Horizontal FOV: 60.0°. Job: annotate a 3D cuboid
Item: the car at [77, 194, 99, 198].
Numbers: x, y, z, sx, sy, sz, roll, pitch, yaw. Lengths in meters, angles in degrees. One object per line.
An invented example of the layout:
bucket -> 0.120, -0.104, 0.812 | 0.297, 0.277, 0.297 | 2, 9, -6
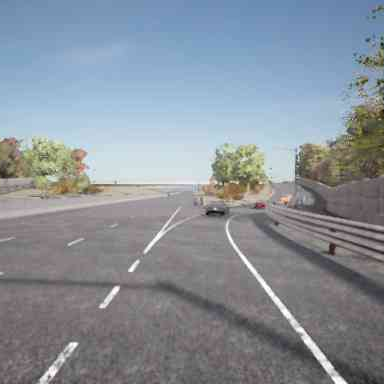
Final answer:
car -> -20.992, 1.600, 67.410 | 1.895, 1.301, 4.718 | 0, 0, 0

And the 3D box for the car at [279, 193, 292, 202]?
car -> 22.823, 1.671, 82.254 | 2.097, 1.767, 4.553 | 0, 3, 20

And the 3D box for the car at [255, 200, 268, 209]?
car -> 12.493, 2.157, 58.460 | 1.882, 1.535, 5.008 | 0, -1, 26

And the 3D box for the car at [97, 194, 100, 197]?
car -> -24.490, 1.375, 83.720 | 2.097, 1.767, 4.553 | 0, 0, 0

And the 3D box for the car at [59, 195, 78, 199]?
car -> -24.492, 1.360, 67.470 | 2.097, 1.767, 4.553 | 0, 0, 0

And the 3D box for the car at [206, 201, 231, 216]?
car -> 2.718, 1.623, 33.688 | 1.994, 1.385, 4.181 | 2, -1, 14

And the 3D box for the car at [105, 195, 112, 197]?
car -> -20.990, 1.498, 83.689 | 1.882, 1.535, 5.008 | 0, 0, 0

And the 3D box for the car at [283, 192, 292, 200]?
car -> 26.319, 1.073, 91.725 | 2.097, 1.767, 4.553 | 0, 4, 19

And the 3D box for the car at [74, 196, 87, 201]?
car -> -27.990, 1.615, 83.660 | 1.895, 1.301, 4.718 | 0, 0, 0

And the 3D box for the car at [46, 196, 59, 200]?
car -> -27.992, 1.530, 67.440 | 2.128, 1.511, 4.902 | 0, 0, 0
